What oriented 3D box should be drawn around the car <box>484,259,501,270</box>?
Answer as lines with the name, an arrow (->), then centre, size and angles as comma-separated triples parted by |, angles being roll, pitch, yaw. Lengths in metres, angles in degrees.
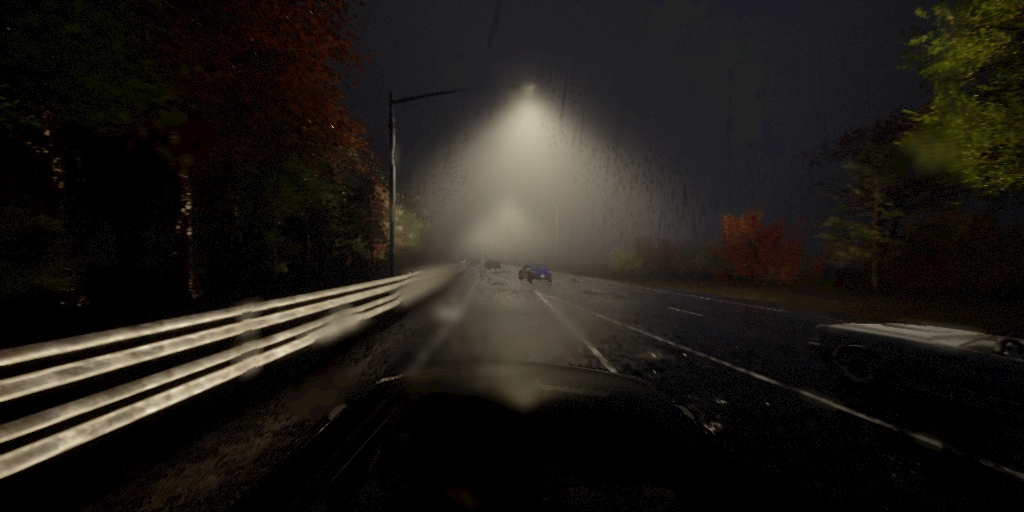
car -> -2.803, 1.134, 51.288 | 1.882, 1.535, 5.008 | 0, 0, -11

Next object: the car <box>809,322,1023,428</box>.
car -> 6.232, 1.347, 3.918 | 1.895, 1.301, 4.718 | 1, 0, -11

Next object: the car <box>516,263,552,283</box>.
car -> 1.741, 1.247, 27.396 | 1.812, 1.442, 4.674 | 0, 0, -11
